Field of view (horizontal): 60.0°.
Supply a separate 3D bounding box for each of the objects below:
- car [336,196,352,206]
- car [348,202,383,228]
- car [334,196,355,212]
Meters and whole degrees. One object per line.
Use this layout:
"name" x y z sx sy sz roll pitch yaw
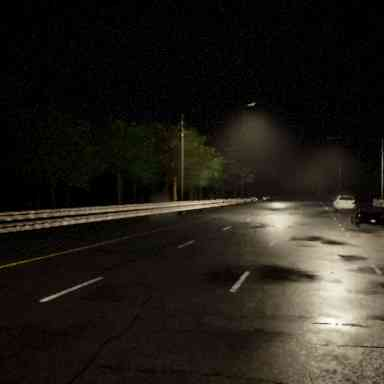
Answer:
"car" 28.492 1.704 62.337 2.097 1.767 4.553 0 0 31
"car" 12.318 1.675 23.304 1.812 1.442 4.674 0 0 20
"car" 19.240 1.479 42.036 2.150 2.045 5.566 0 0 20
